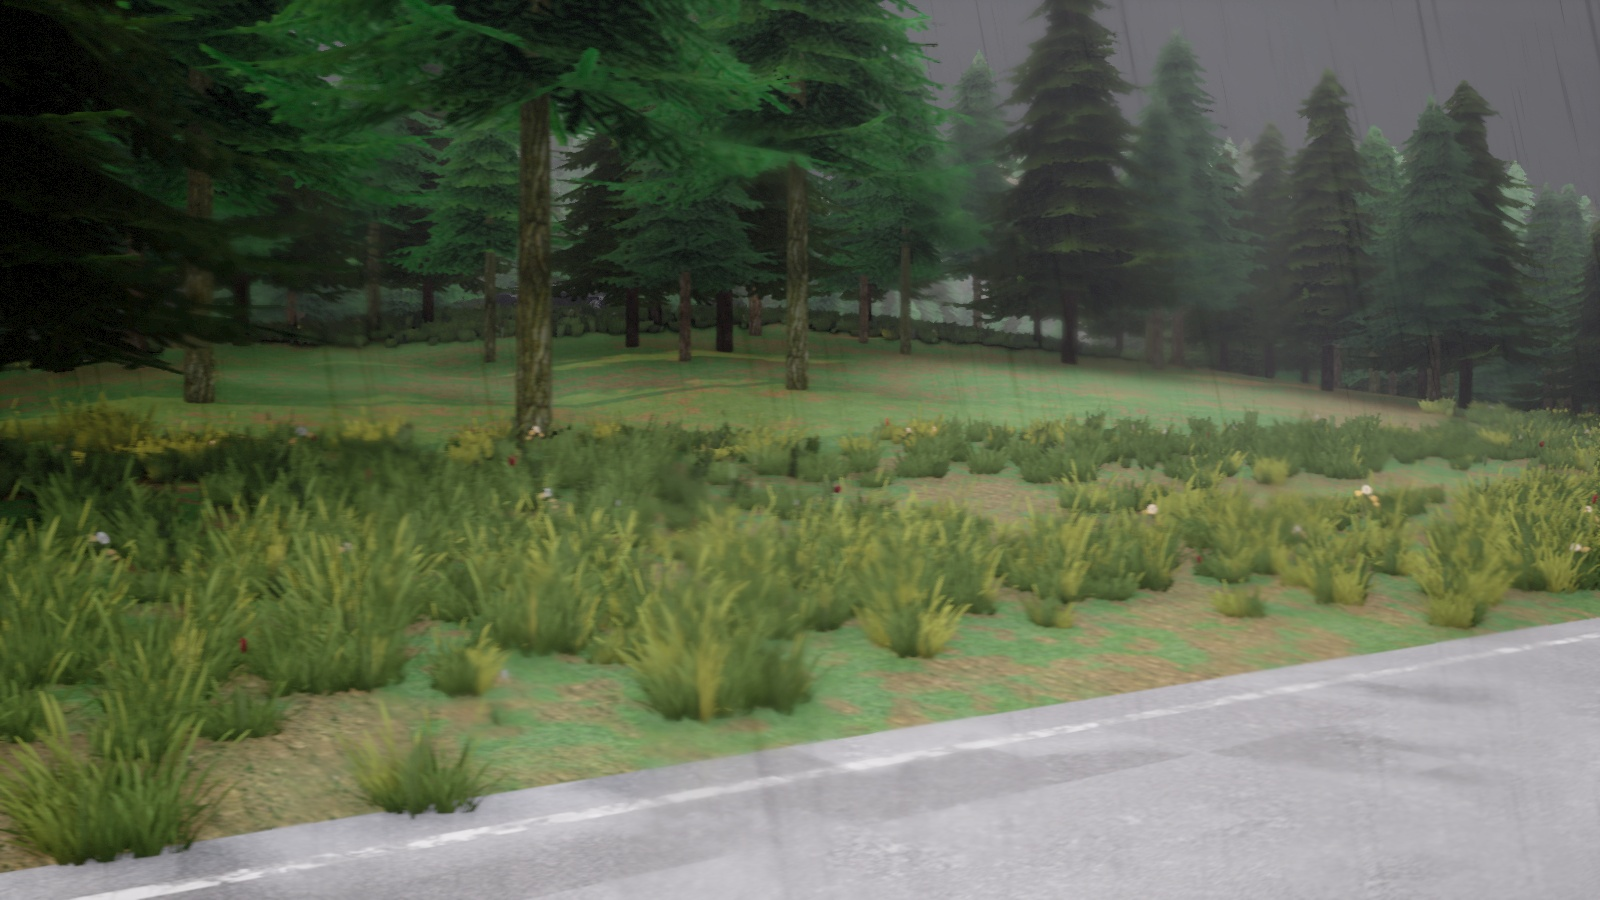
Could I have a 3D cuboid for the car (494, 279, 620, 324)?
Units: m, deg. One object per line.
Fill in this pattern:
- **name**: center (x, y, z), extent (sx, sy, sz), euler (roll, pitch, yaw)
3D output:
- **car**: center (-9.887, -6.014, 51.006), extent (4.892, 1.490, 1.837), euler (-3, 1, -14)
